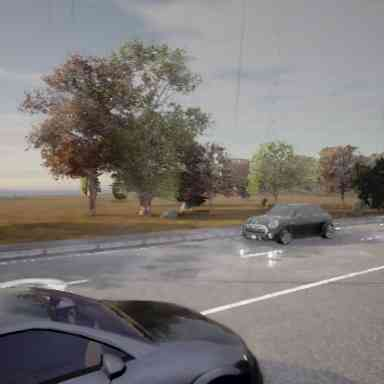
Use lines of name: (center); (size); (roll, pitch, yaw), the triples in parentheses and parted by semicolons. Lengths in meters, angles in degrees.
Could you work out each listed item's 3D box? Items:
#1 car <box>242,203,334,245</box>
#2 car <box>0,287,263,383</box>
car: (4.518, 1.341, 15.484); (4.553, 1.767, 2.097); (0, 0, -33)
car: (-1.366, 1.561, 2.743); (4.181, 1.385, 1.994); (0, 0, -35)
